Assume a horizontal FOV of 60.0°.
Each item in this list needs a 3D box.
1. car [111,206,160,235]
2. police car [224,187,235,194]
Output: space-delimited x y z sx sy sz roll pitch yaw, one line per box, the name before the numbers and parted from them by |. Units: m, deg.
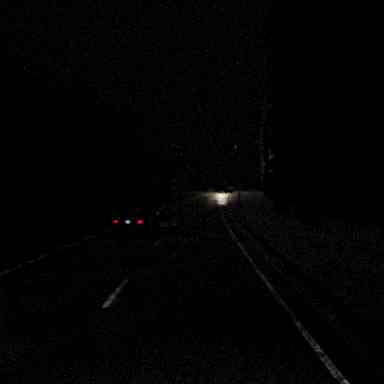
car | -2.983 1.485 18.512 2.033 1.411 5.357 0 0 2
police car | 10.042 -0.467 91.334 1.930 1.638 5.238 0 2 11
